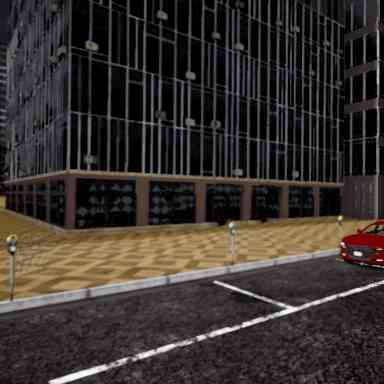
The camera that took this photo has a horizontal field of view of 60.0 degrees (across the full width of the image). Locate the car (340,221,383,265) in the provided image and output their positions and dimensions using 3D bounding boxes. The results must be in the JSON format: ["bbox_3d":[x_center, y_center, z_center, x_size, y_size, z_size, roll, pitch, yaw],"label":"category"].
[{"bbox_3d":[6.909,1.673,11.474,4.507,1.381,1.887,1,0,-35],"label":"car"}]
